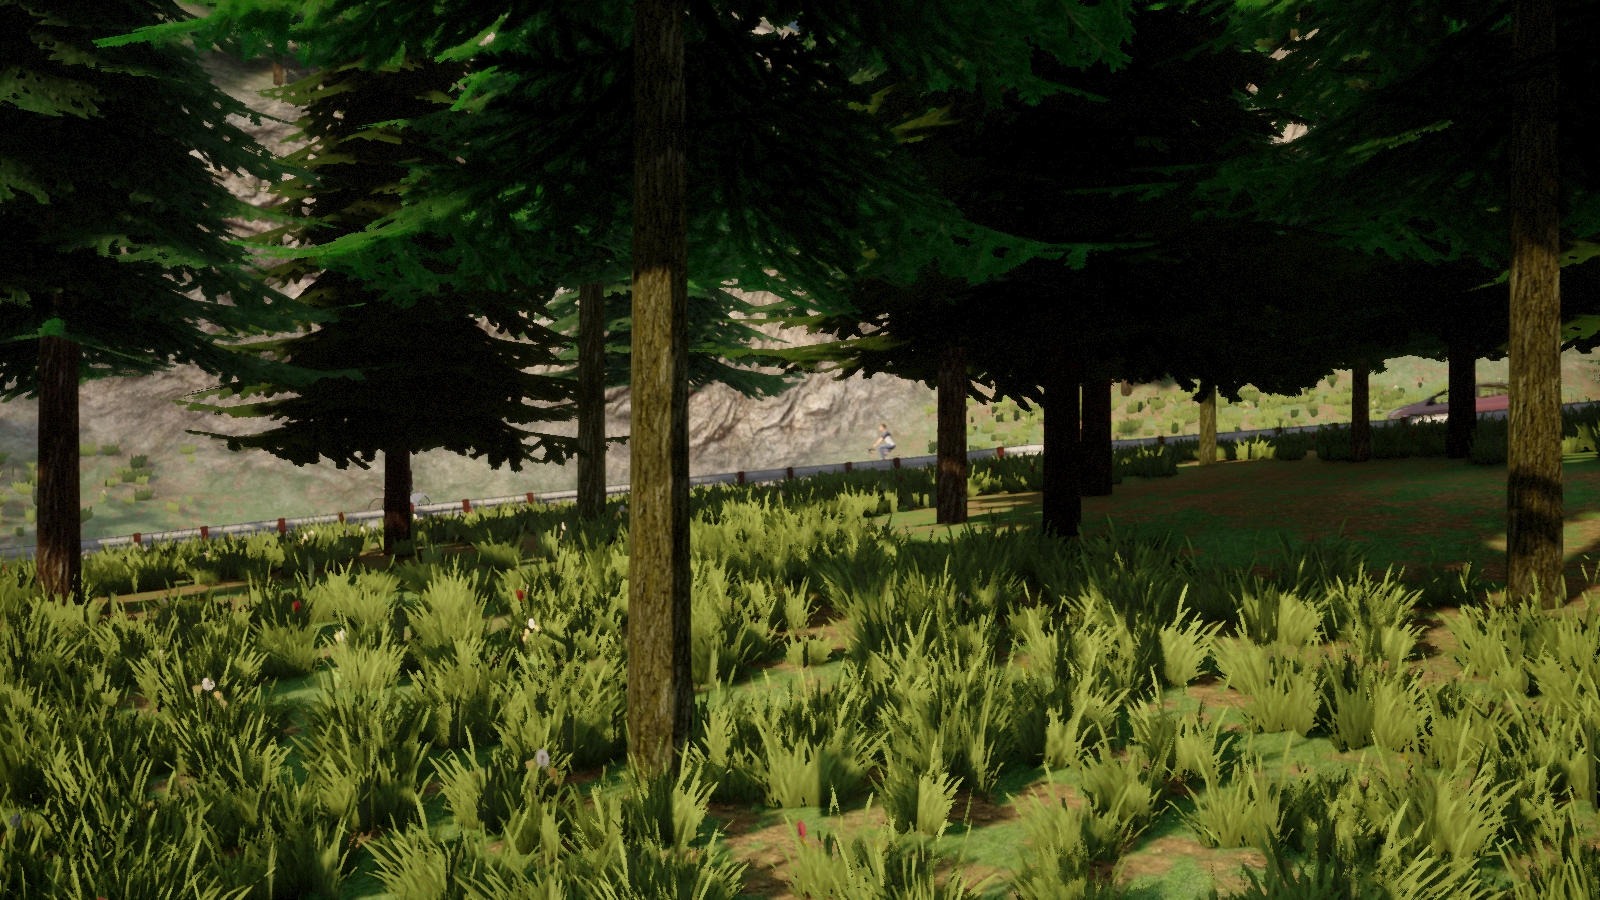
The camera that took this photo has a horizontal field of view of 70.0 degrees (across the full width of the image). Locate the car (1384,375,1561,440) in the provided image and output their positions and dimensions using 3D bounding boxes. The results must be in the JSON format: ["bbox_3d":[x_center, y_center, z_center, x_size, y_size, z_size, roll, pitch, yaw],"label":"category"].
[{"bbox_3d":[20.854,-1.280,35.680,4.514,1.525,2.007,-5,-2,26],"label":"car"}]

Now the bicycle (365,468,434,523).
[{"bbox_3d":[-12.075,1.355,34.490,1.835,1.471,0.329,-5,2,-29],"label":"bicycle"}]

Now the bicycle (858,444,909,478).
[{"bbox_3d":[2.899,0.382,39.619,1.643,1.024,0.373,-4,1,-4],"label":"bicycle"}]
